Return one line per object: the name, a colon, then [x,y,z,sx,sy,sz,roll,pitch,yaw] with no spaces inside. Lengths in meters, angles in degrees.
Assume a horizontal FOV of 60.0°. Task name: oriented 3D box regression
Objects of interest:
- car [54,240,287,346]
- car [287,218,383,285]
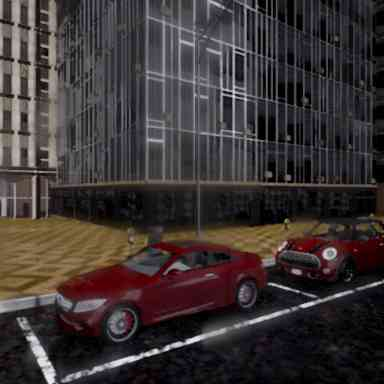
car: [-0.348,1.612,6.319,4.206,1.307,1.802,1,-1,-35]
car: [4.280,1.523,9.620,4.097,1.590,1.967,1,-1,-35]
